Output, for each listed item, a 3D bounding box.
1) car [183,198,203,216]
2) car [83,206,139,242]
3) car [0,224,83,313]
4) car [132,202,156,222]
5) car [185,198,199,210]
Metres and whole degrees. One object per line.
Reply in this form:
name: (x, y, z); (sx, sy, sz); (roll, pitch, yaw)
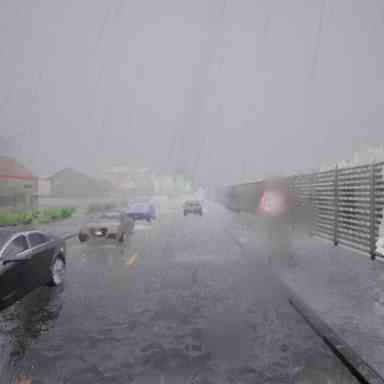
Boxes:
car: (0.091, 1.600, 34.101); (2.128, 1.511, 4.902); (0, 0, 0)
car: (-4.099, 1.616, 16.559); (1.994, 1.385, 4.181); (0, 0, 0)
car: (-4.100, 1.513, 6.612); (2.128, 1.511, 4.902); (0, 0, 0)
car: (-4.075, 1.563, 27.013); (1.882, 1.535, 5.008); (0, 0, 0)
car: (0.017, 1.626, 46.922); (1.882, 1.535, 5.008); (0, -1, 1)
